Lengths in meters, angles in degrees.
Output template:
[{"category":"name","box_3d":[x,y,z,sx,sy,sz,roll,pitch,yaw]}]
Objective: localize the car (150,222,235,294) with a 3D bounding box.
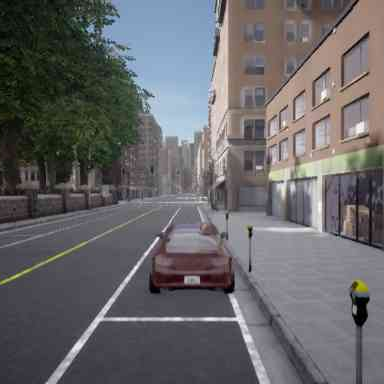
[{"category":"car","box_3d":[0.004,1.514,8.650,1.812,1.442,4.674,0,0,0]}]
